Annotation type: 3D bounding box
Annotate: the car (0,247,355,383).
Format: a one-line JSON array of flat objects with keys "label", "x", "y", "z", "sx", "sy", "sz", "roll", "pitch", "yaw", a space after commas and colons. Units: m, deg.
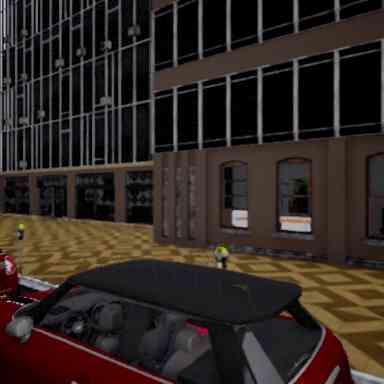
[{"label": "car", "x": -0.665, "y": 1.432, "z": 3.352, "sx": 4.097, "sy": 1.590, "sz": 1.967, "roll": 0, "pitch": 0, "yaw": 36}]
